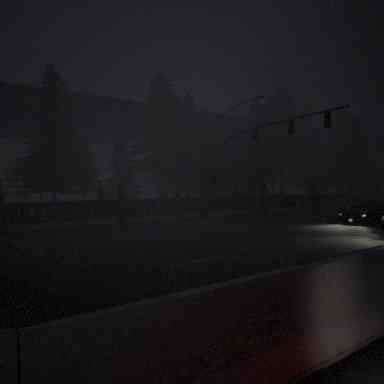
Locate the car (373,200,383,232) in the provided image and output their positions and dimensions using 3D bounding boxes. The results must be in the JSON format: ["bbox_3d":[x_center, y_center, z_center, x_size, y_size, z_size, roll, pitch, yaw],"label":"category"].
[{"bbox_3d":[11.165,1.162,16.250,5.008,1.535,1.882,-1,1,-35],"label":"car"}]

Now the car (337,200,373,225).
[{"bbox_3d":[11.253,1.181,20.612,5.357,1.411,2.033,-1,1,-35],"label":"car"}]
